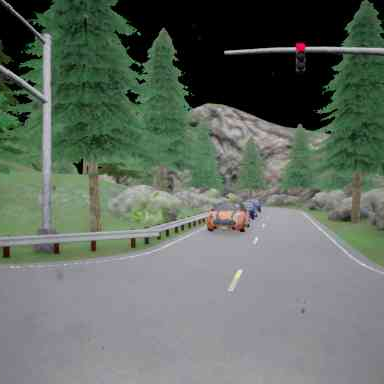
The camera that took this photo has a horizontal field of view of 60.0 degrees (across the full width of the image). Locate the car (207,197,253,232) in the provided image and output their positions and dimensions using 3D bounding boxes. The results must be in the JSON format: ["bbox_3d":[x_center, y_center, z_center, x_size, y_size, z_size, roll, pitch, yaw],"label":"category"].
[{"bbox_3d":[2.326,1.383,20.314,2.097,1.767,4.553,0,0,15],"label":"car"}]

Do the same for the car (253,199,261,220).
[{"bbox_3d":[4.675,1.522,29.143,1.882,1.535,5.008,0,0,15],"label":"car"}]

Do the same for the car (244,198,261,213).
[{"bbox_3d":[7.061,1.536,39.035,1.882,1.535,5.008,0,0,9],"label":"car"}]
